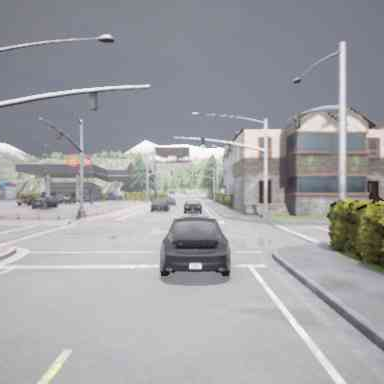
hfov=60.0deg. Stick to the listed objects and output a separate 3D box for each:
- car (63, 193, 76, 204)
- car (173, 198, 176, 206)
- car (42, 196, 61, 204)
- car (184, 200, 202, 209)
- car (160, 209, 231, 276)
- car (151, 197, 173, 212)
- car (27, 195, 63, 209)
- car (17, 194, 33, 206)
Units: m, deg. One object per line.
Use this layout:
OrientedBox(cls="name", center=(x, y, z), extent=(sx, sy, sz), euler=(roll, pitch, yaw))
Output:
OrientedBox(cls="car", center=(-22.638, 1.213, 60.851), extent=(1.905, 1.878, 3.866), euler=(0, 0, 0))
OrientedBox(cls="car", center=(-3.575, 1.515, 52.557), extent=(1.994, 1.385, 4.181), euler=(0, 0, 0))
OrientedBox(cls="car", center=(-25.964, 1.497, 61.453), extent=(1.970, 1.475, 3.806), euler=(0, 0, 0))
OrientedBox(cls="car", center=(0.093, 1.567, 36.730), extent=(1.895, 1.301, 4.718), euler=(0, 0, 0))
OrientedBox(cls="car", center=(0.089, 1.496, 10.250), extent=(1.837, 1.490, 4.892), euler=(0, 0, 0))
OrientedBox(cls="car", center=(-3.598, 1.443, 38.215), extent=(1.882, 1.535, 5.008), euler=(0, 0, 0))
OrientedBox(cls="car", center=(-18.931, 1.450, 42.983), extent=(2.007, 1.523, 4.514), euler=(0, 0, 0))
OrientedBox(cls="car", center=(-25.902, 1.241, 52.973), extent=(1.932, 1.855, 4.605), euler=(0, 0, 0))
